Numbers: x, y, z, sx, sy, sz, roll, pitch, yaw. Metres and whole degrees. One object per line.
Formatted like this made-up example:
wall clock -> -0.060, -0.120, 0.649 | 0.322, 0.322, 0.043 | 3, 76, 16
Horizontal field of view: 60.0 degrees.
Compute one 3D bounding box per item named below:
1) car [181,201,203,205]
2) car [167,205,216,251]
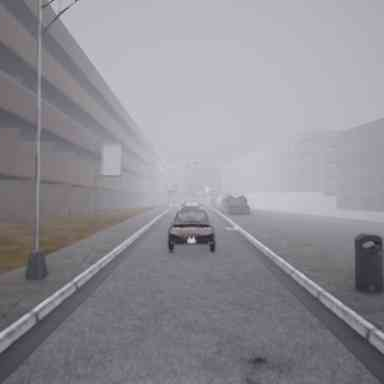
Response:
car -> -0.020, 1.491, 29.380 | 1.812, 1.442, 4.674 | 0, 0, 0
car -> -0.008, 1.527, 14.286 | 2.128, 1.511, 4.902 | 0, 0, 0
